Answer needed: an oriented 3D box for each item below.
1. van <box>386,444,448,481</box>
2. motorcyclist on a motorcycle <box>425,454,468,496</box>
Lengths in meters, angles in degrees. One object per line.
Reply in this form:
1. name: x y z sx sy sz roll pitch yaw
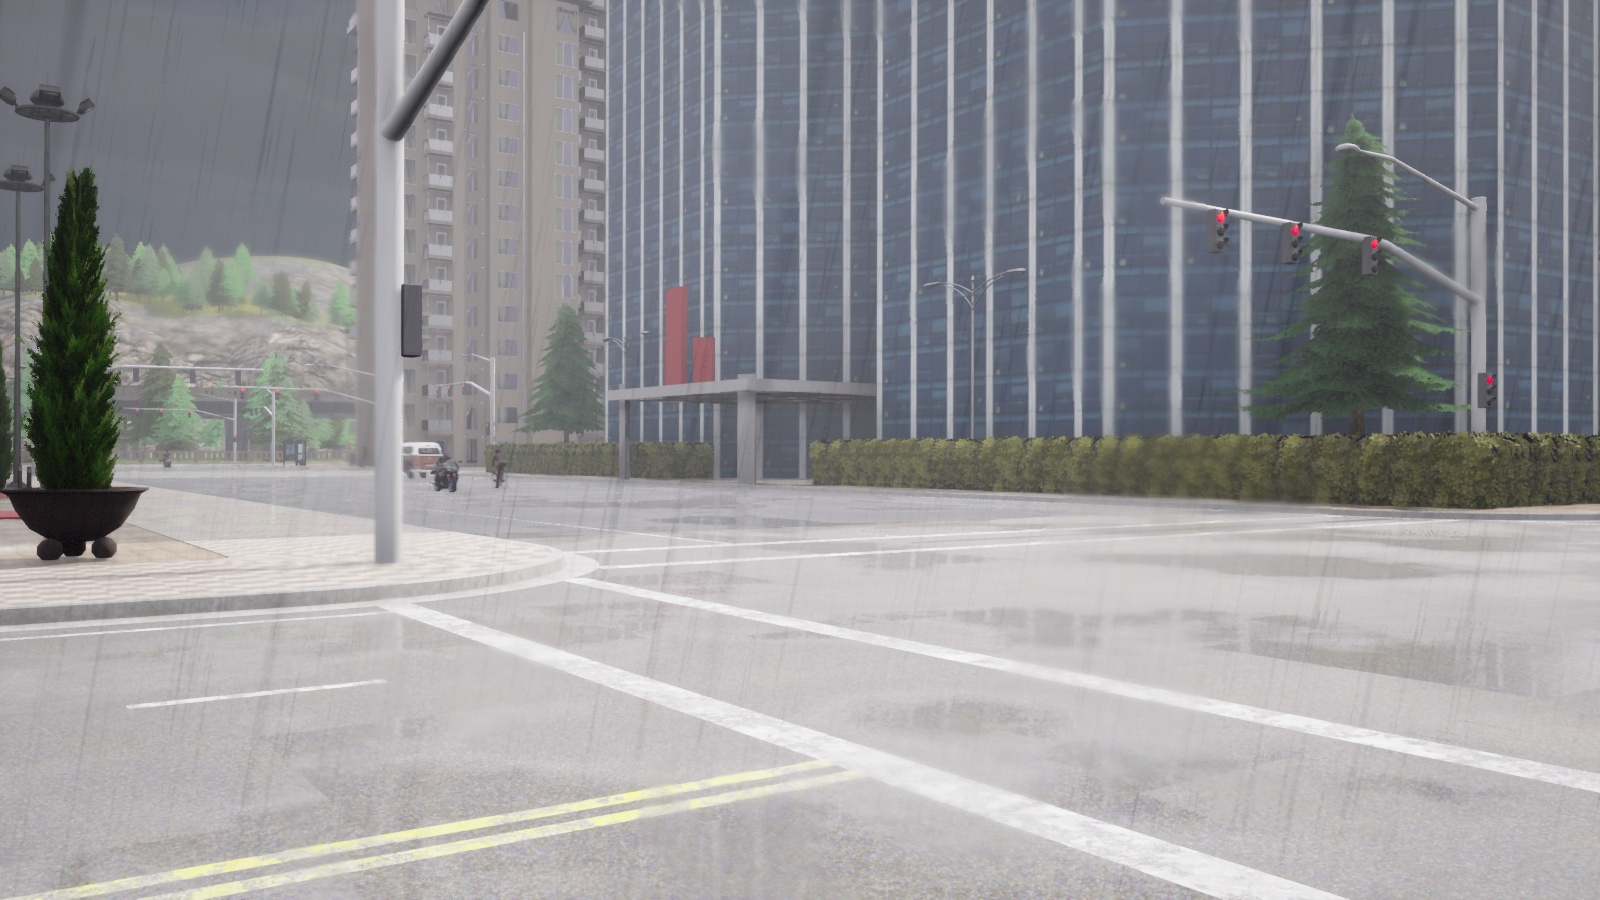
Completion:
1. van: -21.644 0.687 70.822 2.069 2.038 4.480 0 0 -35
2. motorcyclist on a motorcycle: -13.138 0.922 46.640 0.866 1.530 2.191 0 0 -35
